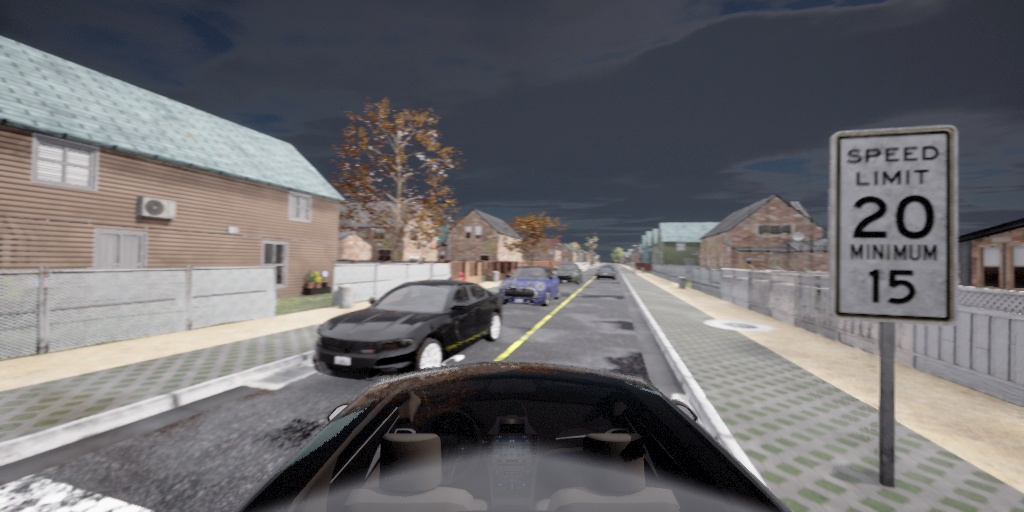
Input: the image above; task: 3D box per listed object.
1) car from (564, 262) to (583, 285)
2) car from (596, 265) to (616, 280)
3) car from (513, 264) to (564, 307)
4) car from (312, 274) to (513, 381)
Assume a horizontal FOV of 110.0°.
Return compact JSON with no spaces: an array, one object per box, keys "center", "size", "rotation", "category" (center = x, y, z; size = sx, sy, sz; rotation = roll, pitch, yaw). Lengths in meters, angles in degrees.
[{"center":[4.708,1.424,29.943],"size":[2.097,1.767,4.553],"rotation":[1,0,16],"category":"car"},{"center":[10.073,1.814,38.335],"size":[1.994,1.385,4.181],"rotation":[1,0,17],"category":"car"},{"center":[0.892,1.240,16.495],"size":[2.097,1.767,4.553],"rotation":[1,-1,16],"category":"car"},{"center":[-1.678,1.239,7.455],"size":[1.882,1.535,5.008],"rotation":[1,0,17],"category":"car"}]
